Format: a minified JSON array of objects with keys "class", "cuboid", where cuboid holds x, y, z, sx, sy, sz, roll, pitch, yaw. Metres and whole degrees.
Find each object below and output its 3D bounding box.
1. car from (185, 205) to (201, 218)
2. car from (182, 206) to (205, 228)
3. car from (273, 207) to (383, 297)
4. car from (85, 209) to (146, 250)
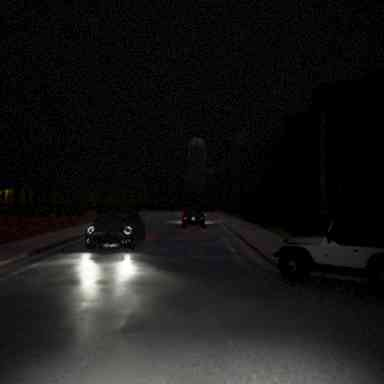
[{"class":"car","cuboid":[0.120,2.344,40.364,1.895,1.301,4.718,0,-1,0]},{"class":"car","cuboid":[0.116,2.056,27.003,2.033,1.411,5.357,0,-1,0]},{"class":"car","cuboid":[4.177,1.360,8.587,1.905,1.878,3.866,-6,2,-42]},{"class":"car","cuboid":[-3.486,1.635,15.894,2.097,1.767,4.553,0,-1,0]}]
